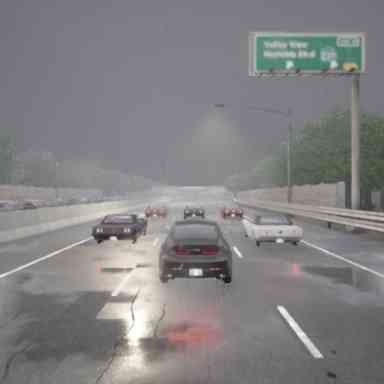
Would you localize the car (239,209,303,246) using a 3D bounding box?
[{"bbox_3d":[3.631,1.714,15.888,1.895,1.301,4.718,0,0,0],"label":"car"}]

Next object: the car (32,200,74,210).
[{"bbox_3d":[-13.966,1.794,33.747,1.994,1.385,4.181,0,0,0],"label":"car"}]

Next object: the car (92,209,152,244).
[{"bbox_3d":[-3.367,1.718,16.558,1.895,1.301,4.718,0,0,0],"label":"car"}]

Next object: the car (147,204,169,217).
[{"bbox_3d":[-3.286,1.819,31.976,1.895,1.301,4.718,0,0,0],"label":"car"}]

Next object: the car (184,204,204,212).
[{"bbox_3d":[0.215,1.819,31.981,1.895,1.301,4.718,0,0,0],"label":"car"}]

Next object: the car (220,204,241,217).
[{"bbox_3d":[3.714,1.819,31.948,1.895,1.301,4.718,0,0,0],"label":"car"}]

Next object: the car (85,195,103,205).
[{"bbox_3d":[-17.148,1.623,58.905,2.150,2.045,5.566,0,-1,1],"label":"car"}]

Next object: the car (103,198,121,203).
[{"bbox_3d":[-13.645,1.947,59.037,2.033,1.411,5.357,0,0,1],"label":"car"}]

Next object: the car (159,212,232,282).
[{"bbox_3d":[0.099,1.580,9.991,1.837,1.490,4.892,0,0,0],"label":"car"}]

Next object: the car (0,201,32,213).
[{"bbox_3d":[-17.468,1.734,33.649,1.837,1.490,4.892,0,0,0],"label":"car"}]

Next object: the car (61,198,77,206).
[{"bbox_3d":[-20.728,1.721,54.701,2.097,1.767,4.553,0,0,1],"label":"car"}]
